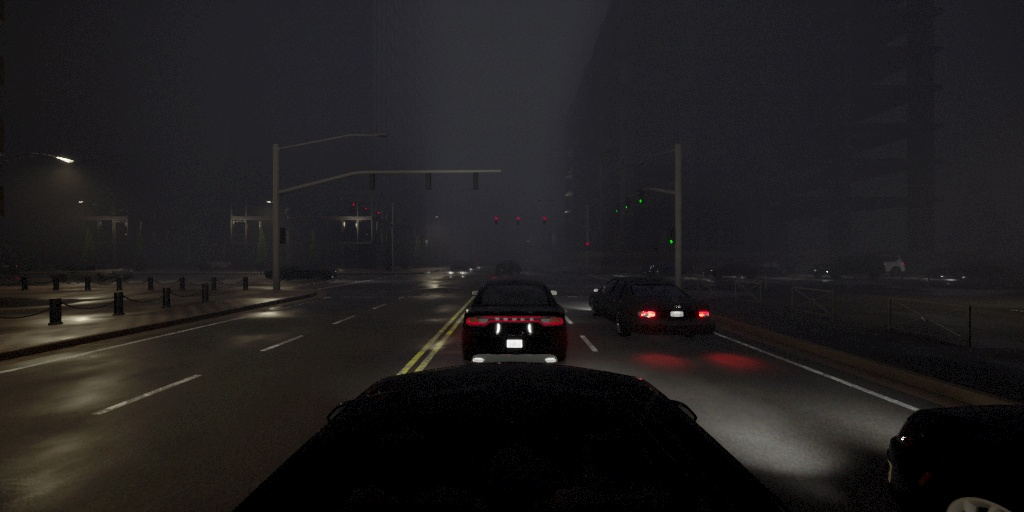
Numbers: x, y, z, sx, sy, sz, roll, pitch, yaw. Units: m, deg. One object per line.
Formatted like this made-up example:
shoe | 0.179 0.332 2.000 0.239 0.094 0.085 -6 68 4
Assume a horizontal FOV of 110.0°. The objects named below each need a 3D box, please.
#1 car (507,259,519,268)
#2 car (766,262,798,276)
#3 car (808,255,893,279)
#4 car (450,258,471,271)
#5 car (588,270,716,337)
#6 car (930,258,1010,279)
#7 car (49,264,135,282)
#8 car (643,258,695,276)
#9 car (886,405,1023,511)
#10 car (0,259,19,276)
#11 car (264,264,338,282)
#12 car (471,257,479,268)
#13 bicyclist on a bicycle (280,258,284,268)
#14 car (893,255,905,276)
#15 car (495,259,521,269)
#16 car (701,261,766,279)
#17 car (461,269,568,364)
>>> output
car | 0.119 1.241 64.107 2.128 1.511 4.902 0 0 0
car | 24.705 1.242 35.032 5.357 1.411 2.033 0 0 0
car | 29.426 0.916 31.546 5.566 2.045 2.150 0 0 0
car | -7.084 1.228 48.507 1.882 1.535 5.008 0 0 0
car | 3.573 1.297 10.241 2.033 1.411 5.357 0 0 0
car | 39.918 1.172 31.561 5.008 1.535 1.882 0 0 0
car | -31.974 1.295 27.409 4.718 1.301 1.895 0 0 0
car | 15.237 1.047 35.022 4.553 1.767 2.097 0 0 0
car | 3.600 1.255 0.504 1.837 1.490 4.892 0 0 0
car | -51.170 1.047 34.787 4.553 1.767 2.097 0 0 1
car | -16.047 1.295 27.517 4.718 1.301 1.895 0 0 -2
car | -7.069 1.297 59.020 2.033 1.411 5.357 0 0 0
bicyclist on a bicycle | -25.400 0.995 39.334 0.582 1.620 1.656 0 0 0
car | 34.896 0.916 35.060 5.566 2.045 2.150 0 0 0
car | -0.380 1.225 38.481 2.128 1.511 4.902 0 0 16
car | 19.161 1.220 31.493 4.674 1.442 1.812 0 0 0
car | 0.056 1.228 8.118 1.882 1.535 5.008 0 0 0
